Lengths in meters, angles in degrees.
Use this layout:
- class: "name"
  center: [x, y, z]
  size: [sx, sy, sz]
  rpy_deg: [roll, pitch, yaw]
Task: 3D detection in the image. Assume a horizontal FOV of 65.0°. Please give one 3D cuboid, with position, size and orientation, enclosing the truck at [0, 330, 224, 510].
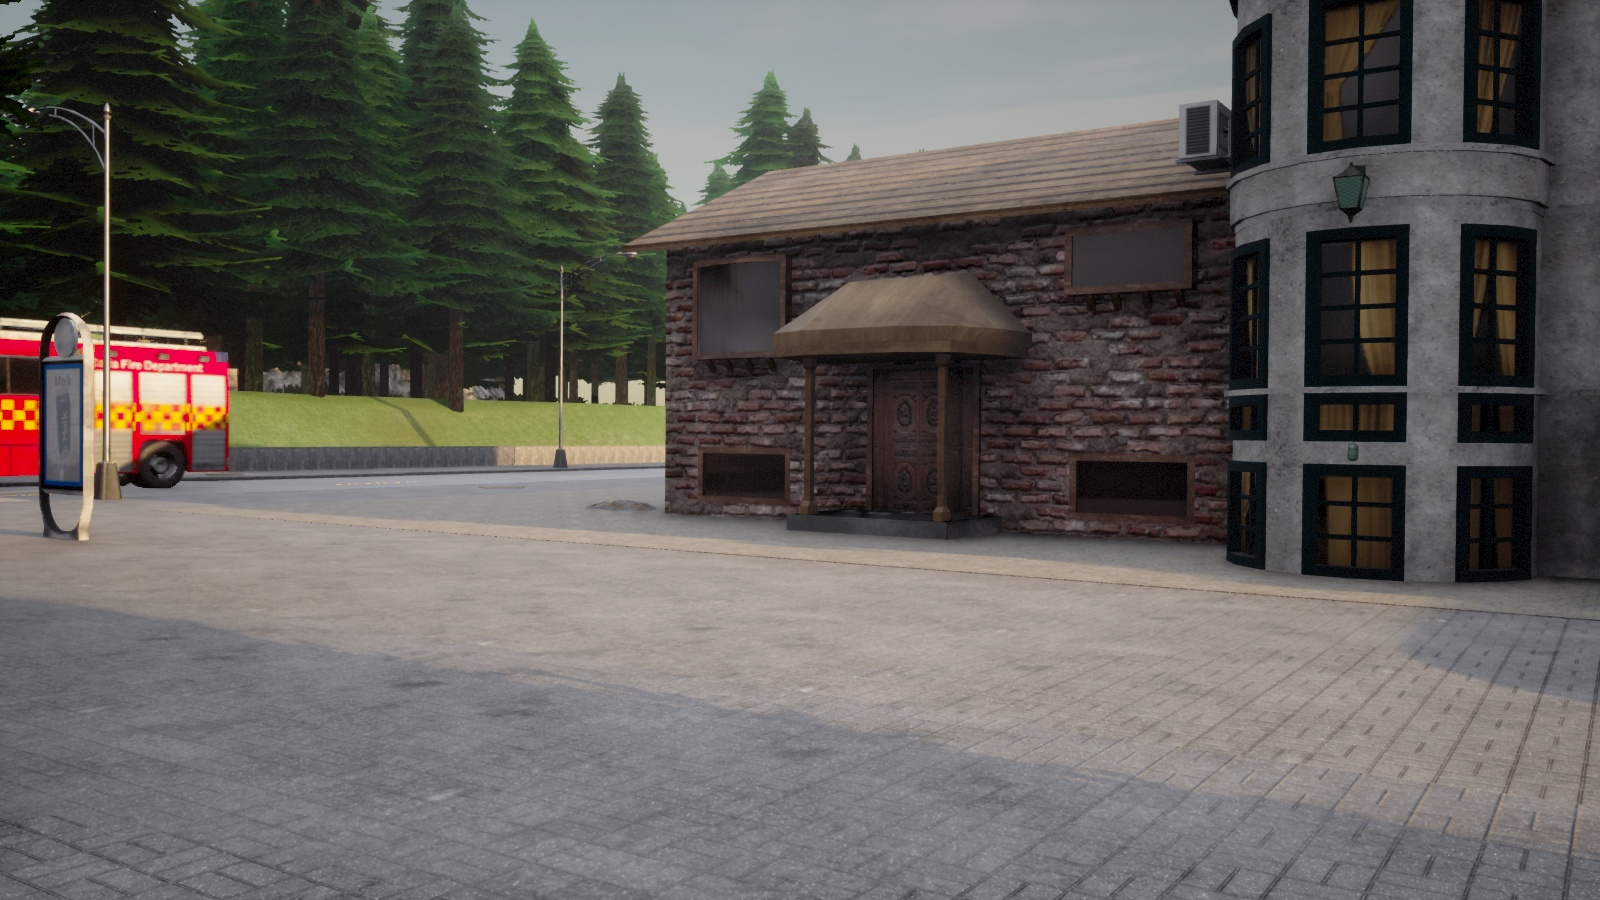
- class: "truck"
  center: [-17.774, -0.658, 28.233]
  size: [2.891, 3.827, 8.468]
  rpy_deg: [0, 1, 34]
